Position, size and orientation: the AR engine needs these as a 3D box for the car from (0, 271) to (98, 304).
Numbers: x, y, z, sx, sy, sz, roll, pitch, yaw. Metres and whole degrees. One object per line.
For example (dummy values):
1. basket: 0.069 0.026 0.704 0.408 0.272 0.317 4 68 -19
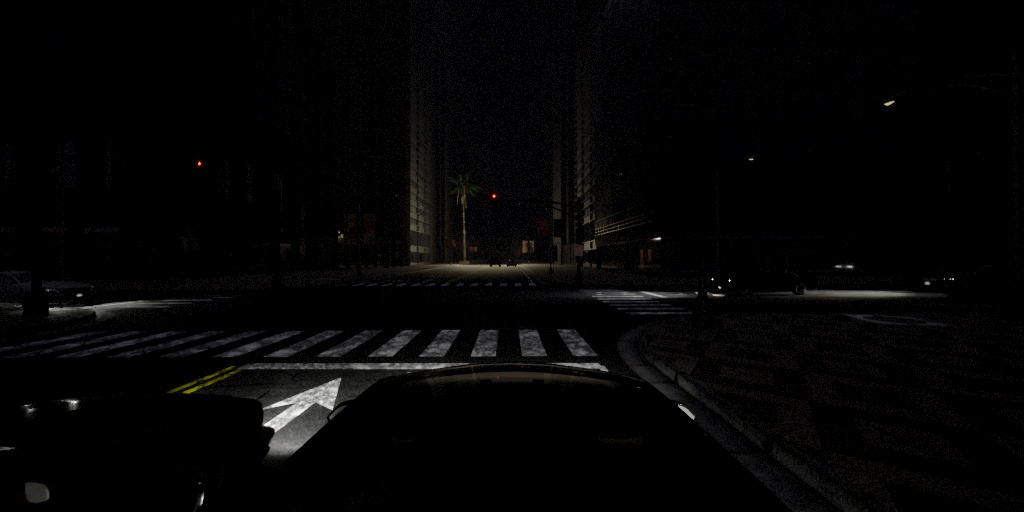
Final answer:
1. car: -20.078 1.345 14.840 4.674 1.442 1.812 0 0 3

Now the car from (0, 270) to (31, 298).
1. car: -28.423 1.431 18.146 5.357 1.411 2.033 0 0 0

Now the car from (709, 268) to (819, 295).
1. car: 12.997 1.314 18.733 4.718 1.301 1.895 0 0 -2

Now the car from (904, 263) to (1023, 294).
1. car: 24.320 1.168 18.923 4.902 1.511 2.128 0 0 -1

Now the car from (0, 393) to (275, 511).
1. car: -3.176 1.297 0.710 2.033 1.411 5.357 0 0 4
